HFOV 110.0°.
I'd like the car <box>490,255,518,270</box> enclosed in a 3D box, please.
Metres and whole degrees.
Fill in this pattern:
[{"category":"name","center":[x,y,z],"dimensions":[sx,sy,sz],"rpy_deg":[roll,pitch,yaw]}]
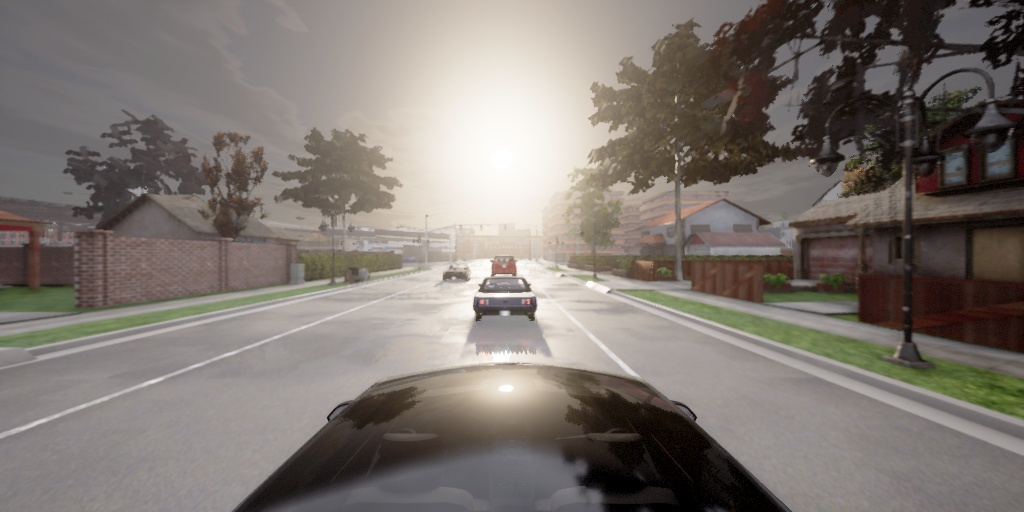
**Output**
[{"category":"car","center":[-0.690,0.915,31.178],"dimensions":[2.150,2.045,5.566],"rpy_deg":[0,0,-1]}]

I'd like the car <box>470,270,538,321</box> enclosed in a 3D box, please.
[{"category":"car","center":[-0.251,1.335,12.426],"dimensions":[1.895,1.301,4.718],"rpy_deg":[0,0,-1]}]

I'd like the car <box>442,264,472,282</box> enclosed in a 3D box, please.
[{"category":"car","center":[-4.322,1.297,28.579],"dimensions":[1.895,1.301,4.718],"rpy_deg":[0,0,-1]}]
